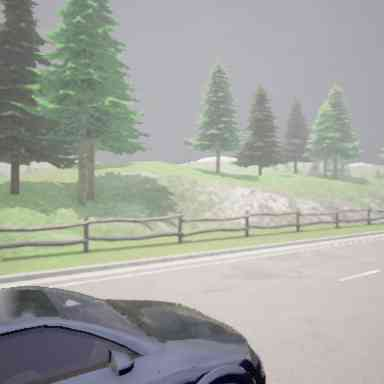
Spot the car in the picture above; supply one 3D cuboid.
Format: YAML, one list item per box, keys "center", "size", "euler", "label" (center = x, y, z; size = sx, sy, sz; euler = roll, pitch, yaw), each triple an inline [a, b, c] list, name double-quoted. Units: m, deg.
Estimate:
- center: [-1.328, 1.566, 2.802]
  size: [4.181, 1.385, 1.994]
  euler: [1, 0, -35]
  label: "car"
